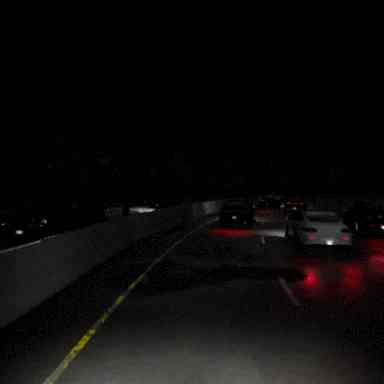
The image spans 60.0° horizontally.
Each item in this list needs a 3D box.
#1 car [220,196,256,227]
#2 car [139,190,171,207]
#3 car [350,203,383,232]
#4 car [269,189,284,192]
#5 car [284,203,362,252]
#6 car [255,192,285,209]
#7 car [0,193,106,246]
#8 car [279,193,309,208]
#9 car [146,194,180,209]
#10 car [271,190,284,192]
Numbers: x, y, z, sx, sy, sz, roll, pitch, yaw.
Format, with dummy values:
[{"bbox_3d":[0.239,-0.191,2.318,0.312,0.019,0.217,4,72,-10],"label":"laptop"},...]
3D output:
[{"bbox_3d":[2.959,1.261,21.104,1.882,1.535,5.008,0,1,13],"label":"car"},{"bbox_3d":[-4.497,0.808,42.723,2.150,2.045,5.566,0,0,25],"label":"car"},{"bbox_3d":[9.302,1.329,17.600,1.837,1.490,4.892,0,1,12],"label":"car"},{"bbox_3d":[19.145,0.259,75.893,5.566,2.045,2.150,-1,0,-44],"label":"car"},{"bbox_3d":[4.868,1.395,13.154,1.812,1.442,4.674,0,1,9],"label":"car"},{"bbox_3d":[9.134,1.101,38.337,2.128,1.511,4.902,0,1,25],"label":"car"},{"bbox_3d":[-5.750,1.059,14.635,2.150,2.045,5.566,0,1,9],"label":"car"},{"bbox_3d":[9.636,1.176,30.671,2.128,1.511,4.902,0,1,21],"label":"car"},{"bbox_3d":[-2.982,1.195,37.251,1.994,1.385,4.181,0,1,23],"label":"car"},{"bbox_3d":[19.286,0.762,71.120,1.994,1.385,4.181,0,1,43],"label":"car"}]
